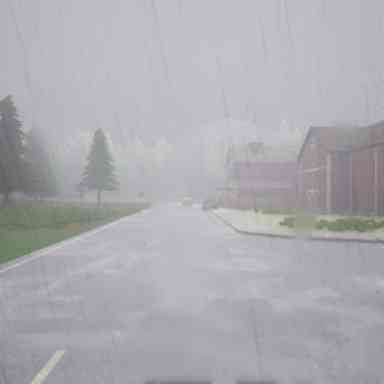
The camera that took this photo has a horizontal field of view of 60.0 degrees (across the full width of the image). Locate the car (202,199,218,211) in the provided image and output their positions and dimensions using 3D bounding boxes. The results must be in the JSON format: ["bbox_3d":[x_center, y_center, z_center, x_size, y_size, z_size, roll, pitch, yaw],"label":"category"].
[{"bbox_3d":[2.288,1.622,44.190,1.816,1.474,4.193,-6,0,-3],"label":"car"}]

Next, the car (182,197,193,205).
[{"bbox_3d":[-0.852,1.697,62.366,1.882,1.535,5.008,0,0,0],"label":"car"}]
